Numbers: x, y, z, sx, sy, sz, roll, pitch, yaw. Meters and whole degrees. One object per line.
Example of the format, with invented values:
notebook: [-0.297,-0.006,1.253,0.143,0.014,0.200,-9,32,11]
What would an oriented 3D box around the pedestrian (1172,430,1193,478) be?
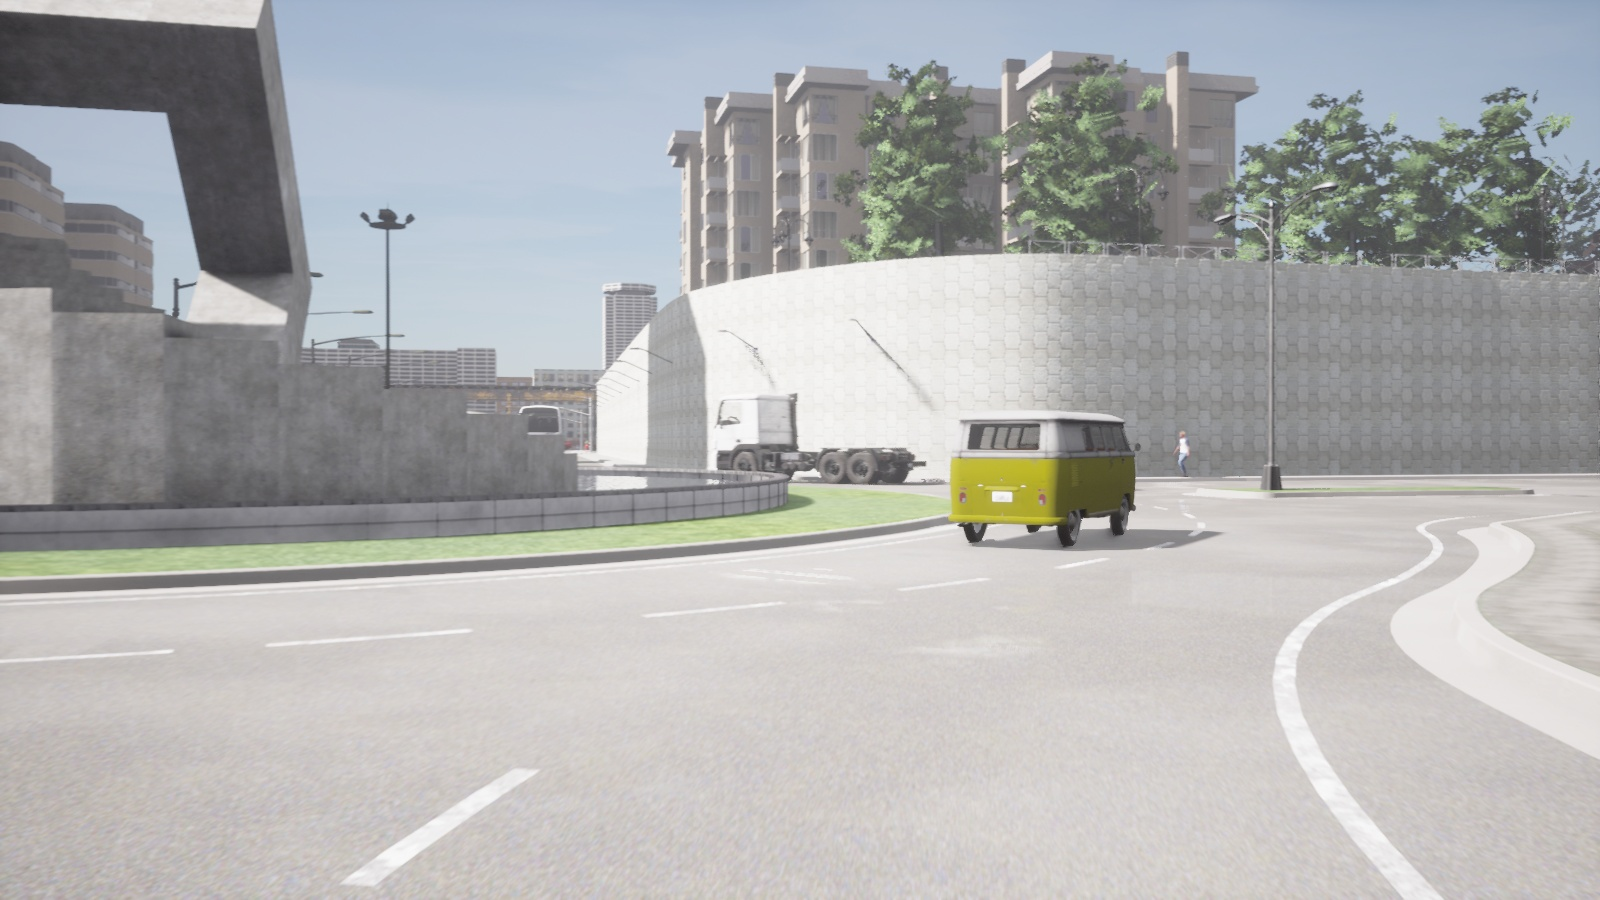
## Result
pedestrian: [14.748,0.147,48.390,0.706,1.836,0.354,0,0,-16]

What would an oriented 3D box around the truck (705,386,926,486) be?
truck: [0.490,-0.499,46.881,7.936,3.462,2.891,0,0,33]

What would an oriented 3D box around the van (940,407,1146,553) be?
van: [3.903,0.394,19.531,1.775,1.987,4.442,0,0,30]
